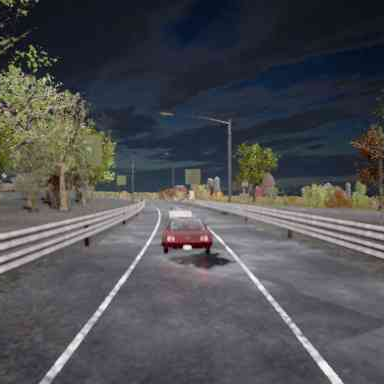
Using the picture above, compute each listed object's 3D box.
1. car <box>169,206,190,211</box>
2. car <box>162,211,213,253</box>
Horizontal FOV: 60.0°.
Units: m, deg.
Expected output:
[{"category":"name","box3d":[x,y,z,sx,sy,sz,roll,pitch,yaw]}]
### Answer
[{"category":"car","box3d":[-1.114,1.860,29.263,1.895,1.301,4.718,0,0,-4]},{"category":"car","box3d":[-0.241,1.730,14.219,1.895,1.301,4.718,0,0,-2]}]
